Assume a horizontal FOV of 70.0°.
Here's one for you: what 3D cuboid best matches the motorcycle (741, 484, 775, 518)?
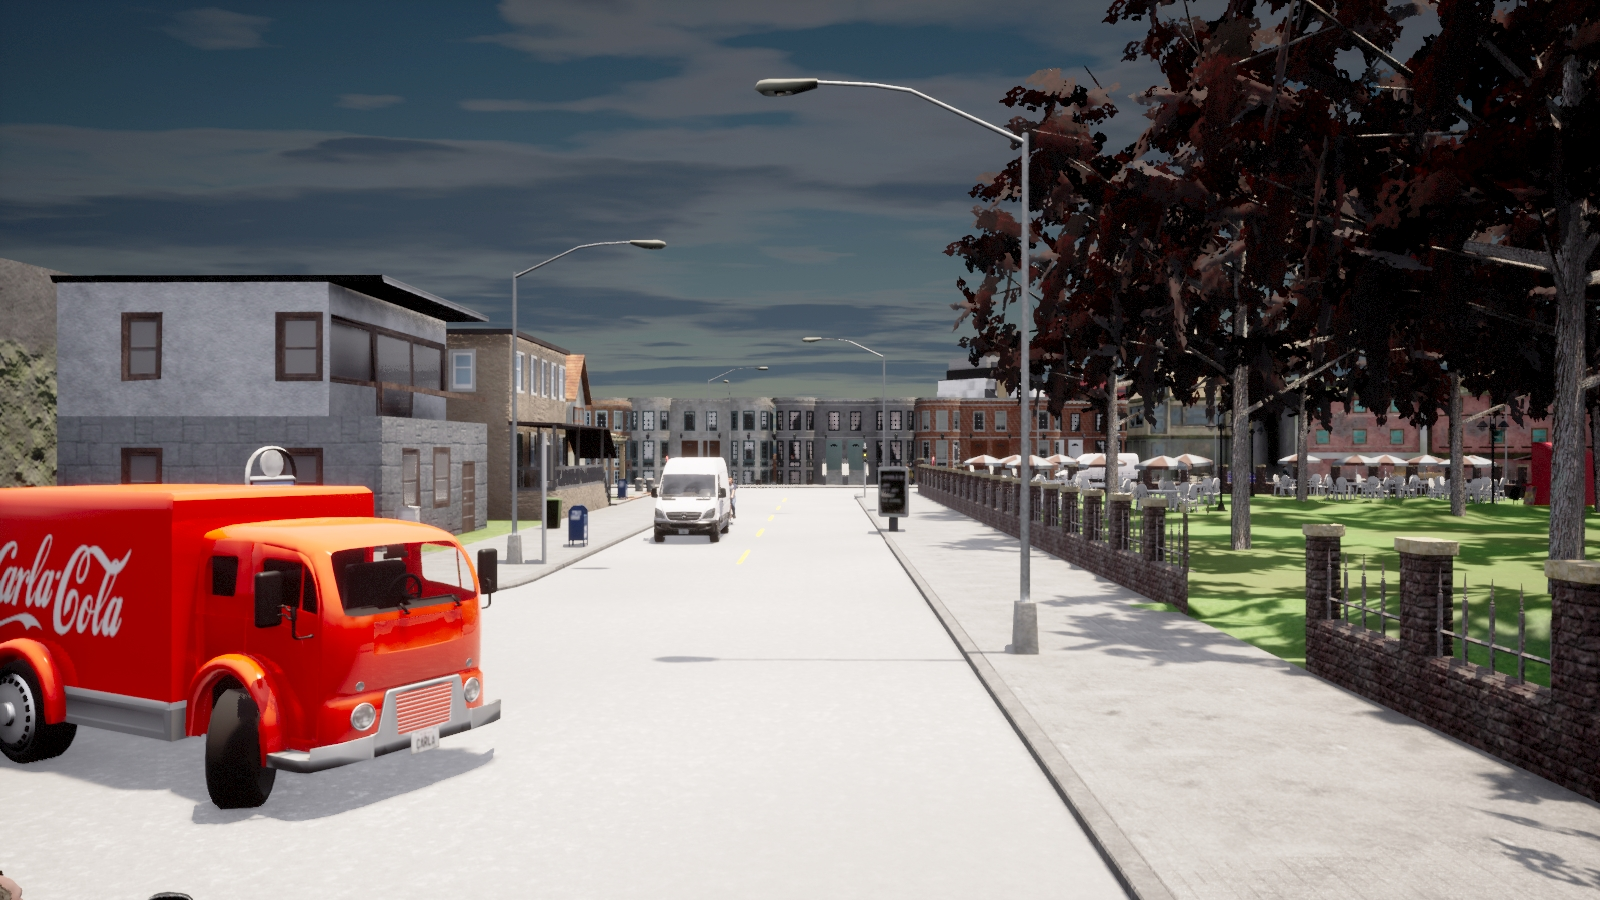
[{"bbox_3d":[-1.677,1.985,45.065,0.867,1.251,2.209,0,0,-15],"label":"motorcycle"}]

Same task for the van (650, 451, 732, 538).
[{"bbox_3d":[-3.393,1.314,36.728,1.988,2.561,5.915,0,0,1],"label":"van"}]

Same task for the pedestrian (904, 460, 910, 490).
[{"bbox_3d":[6.559,1.516,70.022,0.375,1.860,0.375,0,0,3],"label":"pedestrian"}]

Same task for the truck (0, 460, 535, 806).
[{"bbox_3d":[-5.366,1.348,10.685,5.204,2.467,2.627,0,0,29],"label":"truck"}]
